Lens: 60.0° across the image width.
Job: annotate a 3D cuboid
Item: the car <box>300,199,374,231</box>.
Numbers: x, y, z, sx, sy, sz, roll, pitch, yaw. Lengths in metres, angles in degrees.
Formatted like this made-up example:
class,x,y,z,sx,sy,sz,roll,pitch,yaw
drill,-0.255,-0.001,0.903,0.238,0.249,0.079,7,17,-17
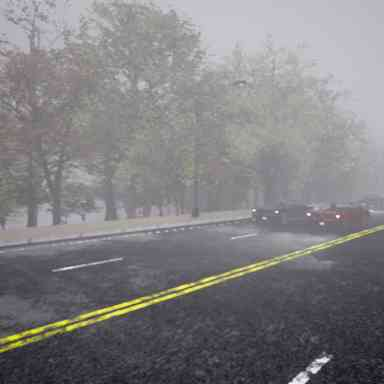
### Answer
class,x,y,z,sx,sy,sz,roll,pitch,yaw
car,7.962,1.223,18.033,1.895,1.301,4.718,2,2,44

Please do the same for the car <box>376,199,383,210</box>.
class,x,y,z,sx,sy,sz,roll,pitch,yaw
car,10.978,1.200,16.187,2.128,1.511,4.902,2,2,44

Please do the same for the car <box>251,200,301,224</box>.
class,x,y,z,sx,sy,sz,roll,pitch,yaw
car,5.605,1.138,20.269,1.895,1.301,4.718,2,2,44

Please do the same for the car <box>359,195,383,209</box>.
class,x,y,z,sx,sy,sz,roll,pitch,yaw
car,17.615,0.946,32.803,1.994,1.385,4.181,2,2,44
